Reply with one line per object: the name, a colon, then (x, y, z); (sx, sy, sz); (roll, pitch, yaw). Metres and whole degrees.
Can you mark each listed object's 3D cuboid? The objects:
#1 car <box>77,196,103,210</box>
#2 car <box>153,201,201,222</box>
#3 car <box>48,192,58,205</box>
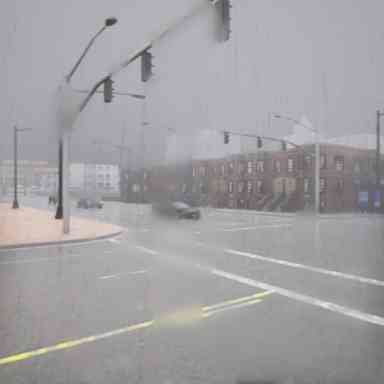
car: (-13.235, 1.355, 43.131); (2.097, 1.767, 4.553); (0, 0, -36)
car: (-1.271, 1.480, 26.480); (1.882, 1.535, 5.008); (0, 0, -36)
car: (-22.972, 1.034, 56.835); (2.150, 2.045, 5.566); (0, 0, -36)
